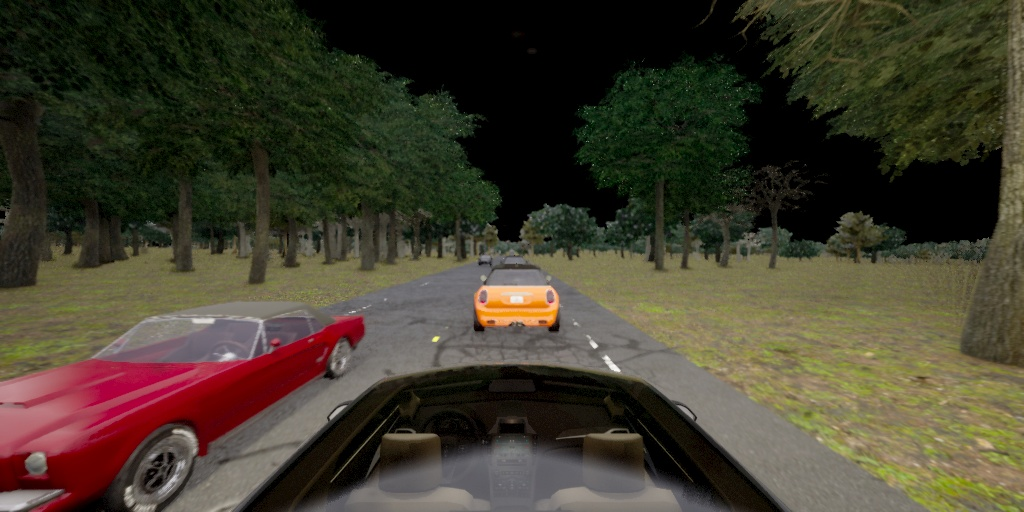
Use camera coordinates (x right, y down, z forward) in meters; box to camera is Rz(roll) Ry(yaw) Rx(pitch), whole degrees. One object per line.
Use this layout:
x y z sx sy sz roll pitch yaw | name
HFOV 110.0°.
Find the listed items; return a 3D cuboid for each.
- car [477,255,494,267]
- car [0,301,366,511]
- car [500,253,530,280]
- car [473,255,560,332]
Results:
-3.498 0.595 47.990 1.837 1.490 4.892 0 0 0 | car
-3.596 1.312 4.316 1.895 1.301 4.718 0 1 0 | car
0.149 0.723 27.162 2.097 1.767 4.553 0 1 -1 | car
0.116 0.974 10.428 2.097 1.767 4.553 0 1 0 | car
